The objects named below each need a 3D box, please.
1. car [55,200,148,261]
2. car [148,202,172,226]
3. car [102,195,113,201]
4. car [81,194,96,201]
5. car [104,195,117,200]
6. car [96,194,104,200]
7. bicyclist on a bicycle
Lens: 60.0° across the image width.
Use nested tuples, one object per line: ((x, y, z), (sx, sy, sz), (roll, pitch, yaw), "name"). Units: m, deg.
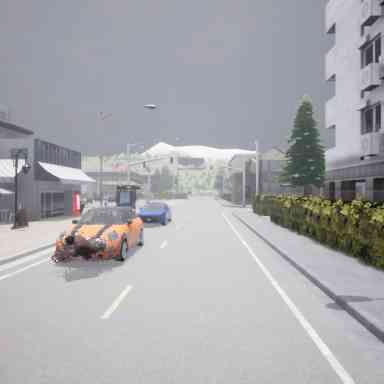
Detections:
((-3.142, 1.352, 12.172), (2.097, 1.767, 4.553), (0, 0, 3), "car")
((-2.593, 1.478, 23.634), (1.882, 1.535, 5.008), (0, 1, 3), "car")
((-22.264, 1.552, 87.579), (1.970, 1.475, 3.806), (0, 0, 2), "car")
((-19.982, 1.424, 61.927), (1.970, 1.475, 3.806), (0, 0, 2), "car")
((-16.037, 1.489, 68.822), (2.007, 1.523, 4.514), (0, 0, 2), "car")
((-22.568, 1.289, 79.106), (1.932, 1.855, 4.605), (0, 0, 2), "car")
((-3.059, 1.594, 9.118), (1.656, 0.582, 1.620), (-2, -32, -11), "bicyclist on a bicycle")
